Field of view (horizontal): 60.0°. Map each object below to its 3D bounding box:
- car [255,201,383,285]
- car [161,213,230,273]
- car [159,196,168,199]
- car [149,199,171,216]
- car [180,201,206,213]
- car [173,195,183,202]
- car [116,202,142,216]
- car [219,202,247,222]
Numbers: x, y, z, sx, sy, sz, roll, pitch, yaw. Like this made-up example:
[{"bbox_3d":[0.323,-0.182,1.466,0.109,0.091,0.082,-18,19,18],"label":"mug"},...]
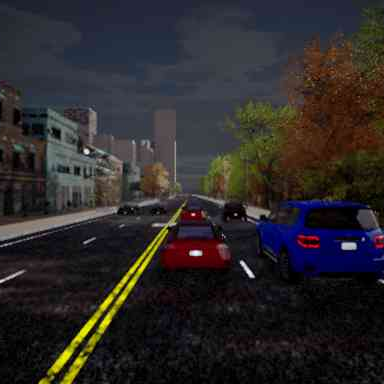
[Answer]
[{"bbox_3d":[3.354,1.266,9.784,2.150,2.045,5.566,0,0,0],"label":"car"},{"bbox_3d":[0.104,1.614,10.883,1.994,1.385,4.181,0,0,0],"label":"car"},{"bbox_3d":[-6.481,1.696,77.377,2.033,1.411,5.357,0,0,0],"label":"car"},{"bbox_3d":[-3.337,1.759,35.054,1.895,1.301,4.718,0,0,0],"label":"car"},{"bbox_3d":[0.108,1.686,26.994,1.994,1.385,4.181,0,0,0],"label":"car"},{"bbox_3d":[-3.231,1.512,77.407,2.097,1.767,4.553,0,0,0],"label":"car"},{"bbox_3d":[-6.587,1.759,35.043,1.895,1.301,4.718,0,0,0],"label":"car"},{"bbox_3d":[3.358,1.604,27.933,1.882,1.535,5.008,0,0,0],"label":"car"}]
